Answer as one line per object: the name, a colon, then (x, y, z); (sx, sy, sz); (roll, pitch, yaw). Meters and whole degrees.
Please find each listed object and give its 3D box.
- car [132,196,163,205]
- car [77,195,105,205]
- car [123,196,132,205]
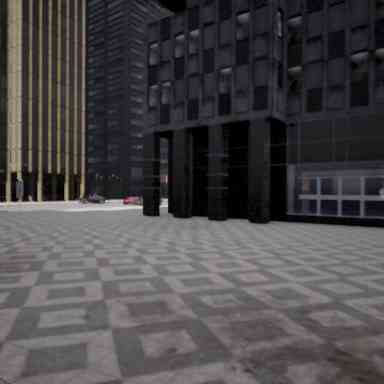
car: (-6.599, 1.355, 52.706); (2.128, 1.511, 4.902); (1, 0, 36)
car: (-16.786, 1.289, 55.385); (1.837, 1.490, 4.892); (1, 0, 36)
car: (-9.263, 1.403, 54.568); (1.994, 1.385, 4.181); (1, 0, 36)
